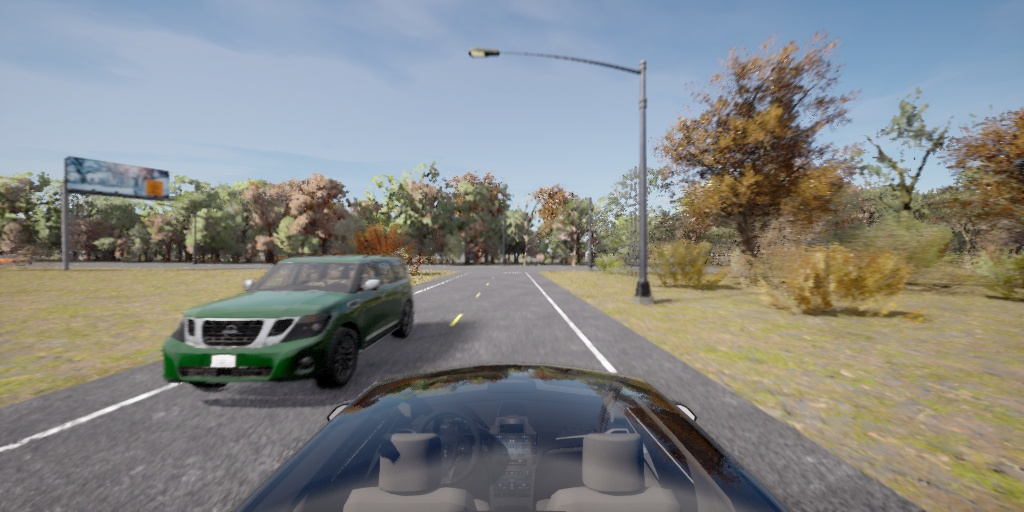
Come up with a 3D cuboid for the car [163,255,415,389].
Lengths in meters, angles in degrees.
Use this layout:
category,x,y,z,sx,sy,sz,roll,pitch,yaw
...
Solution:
category,x,y,z,sx,sy,sz,roll,pitch,yaw
car,-3.600,0.982,7.236,2.150,2.045,5.566,0,0,0
